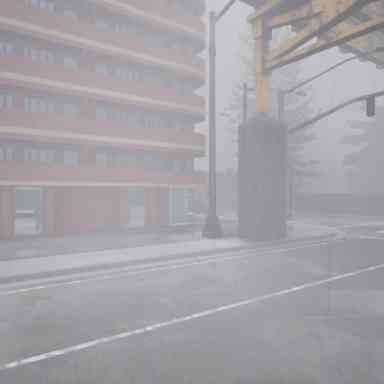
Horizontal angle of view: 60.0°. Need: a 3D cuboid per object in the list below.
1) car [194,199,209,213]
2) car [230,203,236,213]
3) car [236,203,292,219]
[{"bbox_3d":[0.323,1.478,36.860,1.882,1.535,5.008,0,0,-36],"label":"car"},{"bbox_3d":[6.070,1.491,35.125,2.128,1.511,4.902,0,0,-35],"label":"car"},{"bbox_3d":[6.284,1.526,28.488,1.812,1.442,4.674,0,0,-36],"label":"car"}]
